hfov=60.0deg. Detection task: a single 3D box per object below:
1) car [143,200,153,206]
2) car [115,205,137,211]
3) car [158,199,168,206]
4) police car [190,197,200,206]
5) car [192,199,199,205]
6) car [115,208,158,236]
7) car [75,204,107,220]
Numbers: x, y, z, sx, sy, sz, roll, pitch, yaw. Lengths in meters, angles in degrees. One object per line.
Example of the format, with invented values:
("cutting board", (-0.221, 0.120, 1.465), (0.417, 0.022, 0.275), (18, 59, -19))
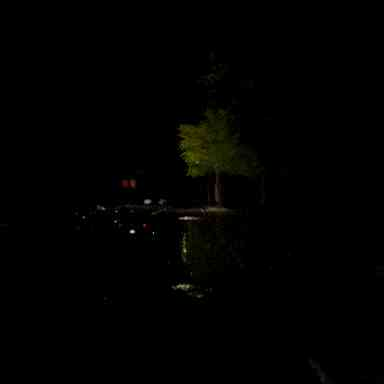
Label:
("car", (-9.740, 2.426, 74.219), (2.033, 1.411, 5.357), (0, -1, 0))
("car", (-6.593, 2.013, 34.282), (1.895, 1.301, 4.718), (0, -1, 0))
("car", (-6.490, 2.311, 74.836), (2.128, 1.511, 4.902), (0, -1, 0))
("police car", (0.986, 2.507, 80.091), (1.930, 1.638, 5.238), (0, -1, 0))
("car", (0.987, 2.750, 89.979), (1.837, 1.490, 4.892), (0, -1, 0))
("car", (-3.147, 1.825, 19.789), (1.895, 1.301, 4.718), (0, -1, 0))
("car", (-9.843, 1.942, 32.932), (2.033, 1.411, 5.357), (0, -1, 0))
